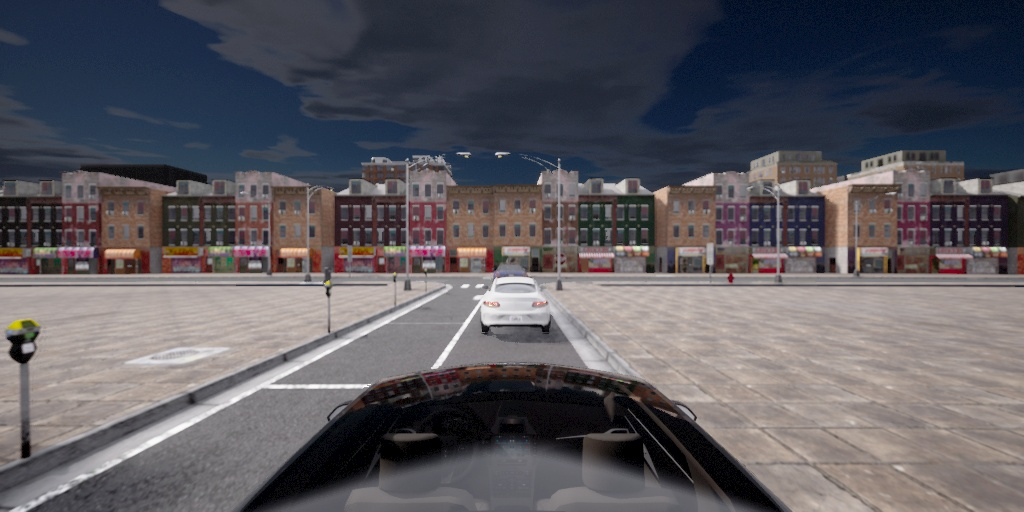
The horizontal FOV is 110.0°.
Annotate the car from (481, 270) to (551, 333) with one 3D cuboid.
[{"bbox_3d":[0.088,1.324,10.827,1.812,1.442,4.674,0,0,0],"label":"car"}]

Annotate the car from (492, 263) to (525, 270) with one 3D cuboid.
[{"bbox_3d":[-0.185,1.217,23.111,2.097,1.767,4.553,0,0,-3],"label":"car"}]
